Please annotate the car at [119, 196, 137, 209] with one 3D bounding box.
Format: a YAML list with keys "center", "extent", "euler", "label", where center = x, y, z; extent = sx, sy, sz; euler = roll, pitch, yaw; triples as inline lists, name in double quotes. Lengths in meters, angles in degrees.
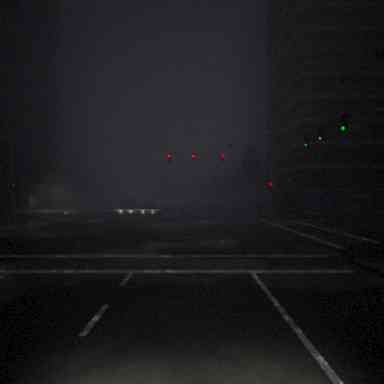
- center: [-10.515, 1.737, 55.462]
  extent: [2.150, 2.045, 5.566]
  euler: [0, -1, 0]
  label: "car"

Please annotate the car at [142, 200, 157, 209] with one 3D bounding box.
- center: [-7.020, 2.006, 55.105]
  extent: [1.882, 1.535, 5.008]
  euler: [0, -1, 0]
  label: "car"
